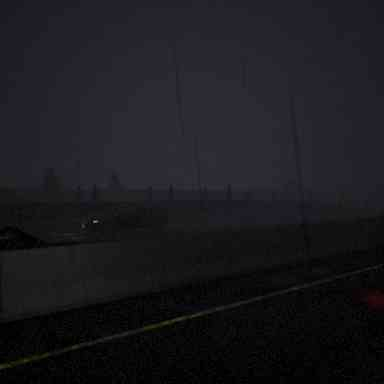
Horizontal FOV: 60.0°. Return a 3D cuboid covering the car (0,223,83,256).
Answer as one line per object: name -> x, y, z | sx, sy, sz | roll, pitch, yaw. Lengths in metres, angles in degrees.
car -> -5.558, 1.601, 8.625 | 4.718, 1.301, 1.895 | 0, 0, -35

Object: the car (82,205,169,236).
car -> -3.612, 1.489, 18.608 | 4.902, 1.511, 2.128 | 0, 0, -35
